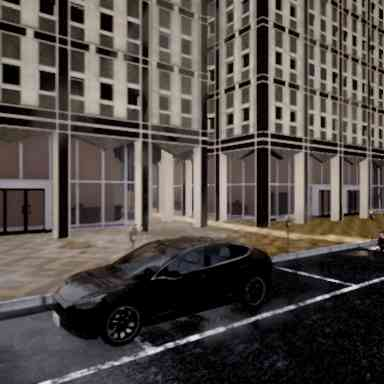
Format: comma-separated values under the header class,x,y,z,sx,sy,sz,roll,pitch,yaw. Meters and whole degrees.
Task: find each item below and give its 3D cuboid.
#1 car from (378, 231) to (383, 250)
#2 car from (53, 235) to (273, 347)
class,x,y,z,sx,sy,sz,roll,pitch,yaw
car,8.903,1.575,12.902,4.206,1.307,1.802,0,0,-35
car,-0.297,1.564,6.347,4.313,1.339,1.947,0,0,-35
